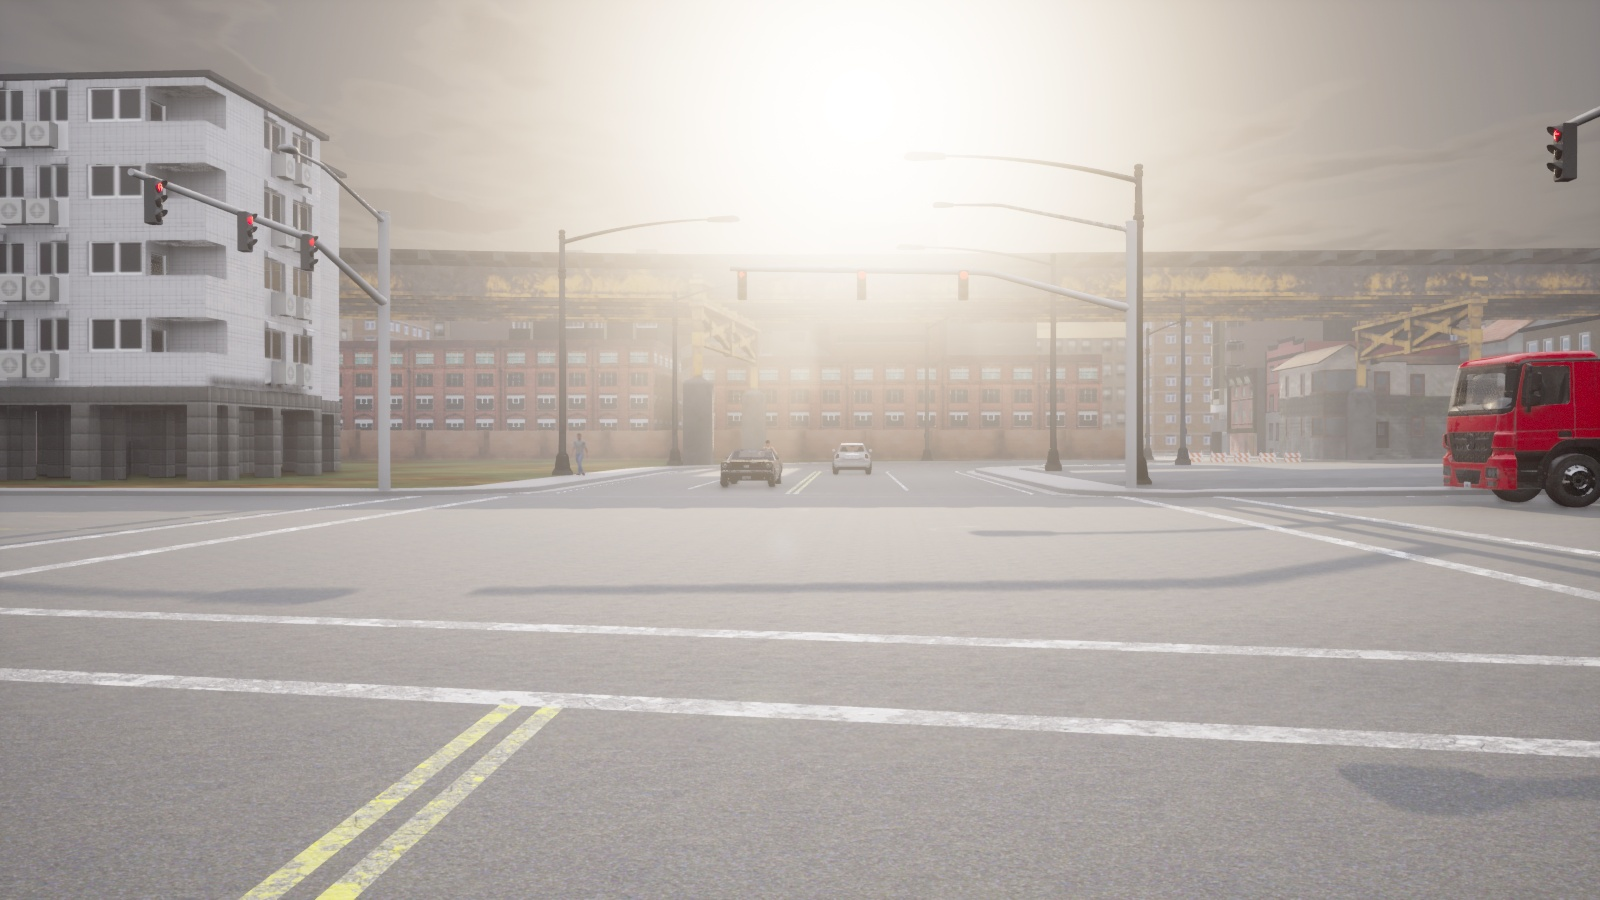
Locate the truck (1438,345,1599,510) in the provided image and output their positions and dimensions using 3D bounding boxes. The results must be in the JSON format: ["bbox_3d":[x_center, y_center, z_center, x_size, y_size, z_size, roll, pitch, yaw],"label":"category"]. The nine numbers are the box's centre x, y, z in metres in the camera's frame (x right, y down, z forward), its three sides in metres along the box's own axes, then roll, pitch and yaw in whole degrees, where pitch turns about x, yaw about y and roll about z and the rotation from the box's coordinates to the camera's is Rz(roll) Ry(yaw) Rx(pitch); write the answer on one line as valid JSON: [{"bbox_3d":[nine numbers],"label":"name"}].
[{"bbox_3d":[18.857,-0.511,27.780,7.936,3.462,2.891,-1,0,3],"label":"truck"}]

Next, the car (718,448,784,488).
[{"bbox_3d":[-1.673,0.596,44.241,1.895,1.301,4.718,0,0,3],"label":"car"}]

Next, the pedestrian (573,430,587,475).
[{"bbox_3d":[-8.973,0.106,51.268,0.354,1.836,0.706,0,0,10],"label":"pedestrian"}]

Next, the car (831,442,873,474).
[{"bbox_3d":[2.547,0.368,61.313,1.970,1.475,3.806,0,0,3],"label":"car"}]
